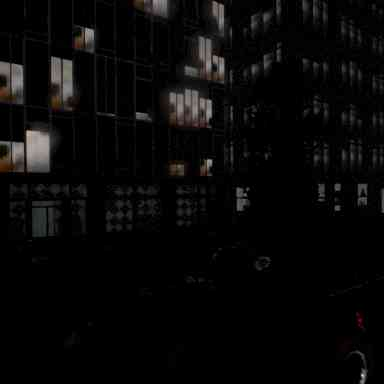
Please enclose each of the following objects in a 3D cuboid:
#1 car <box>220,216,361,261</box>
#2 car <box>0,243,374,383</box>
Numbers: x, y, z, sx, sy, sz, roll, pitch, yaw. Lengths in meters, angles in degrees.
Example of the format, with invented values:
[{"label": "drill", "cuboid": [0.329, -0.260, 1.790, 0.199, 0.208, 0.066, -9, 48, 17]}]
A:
[{"label": "car", "cuboid": [2.355, 1.439, 8.234, 4.097, 1.590, 1.967, 0, -1, -35]}, {"label": "car", "cuboid": [-0.028, 1.563, 3.356, 4.181, 1.385, 1.994, 0, 0, -35]}]
